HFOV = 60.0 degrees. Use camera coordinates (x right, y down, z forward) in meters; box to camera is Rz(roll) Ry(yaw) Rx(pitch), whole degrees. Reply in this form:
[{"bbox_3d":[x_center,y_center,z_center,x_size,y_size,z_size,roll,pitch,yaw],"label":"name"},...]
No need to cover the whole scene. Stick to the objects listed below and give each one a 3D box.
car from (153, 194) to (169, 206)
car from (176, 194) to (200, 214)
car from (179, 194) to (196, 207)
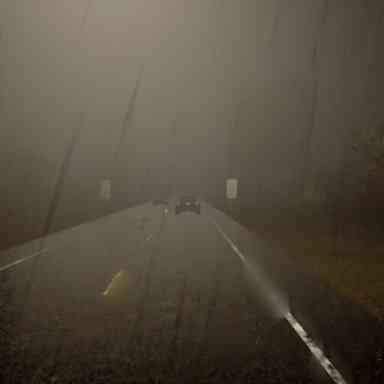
[{"bbox_3d":[-4.091,1.015,44.846,1.882,1.535,5.008,0,0,-1],"label":"car"},{"bbox_3d":[-0.378,1.003,30.354,2.097,1.767,4.553,0,1,0],"label":"car"},{"bbox_3d":[-0.528,1.068,43.461,2.033,1.411,5.357,0,1,0],"label":"car"}]
